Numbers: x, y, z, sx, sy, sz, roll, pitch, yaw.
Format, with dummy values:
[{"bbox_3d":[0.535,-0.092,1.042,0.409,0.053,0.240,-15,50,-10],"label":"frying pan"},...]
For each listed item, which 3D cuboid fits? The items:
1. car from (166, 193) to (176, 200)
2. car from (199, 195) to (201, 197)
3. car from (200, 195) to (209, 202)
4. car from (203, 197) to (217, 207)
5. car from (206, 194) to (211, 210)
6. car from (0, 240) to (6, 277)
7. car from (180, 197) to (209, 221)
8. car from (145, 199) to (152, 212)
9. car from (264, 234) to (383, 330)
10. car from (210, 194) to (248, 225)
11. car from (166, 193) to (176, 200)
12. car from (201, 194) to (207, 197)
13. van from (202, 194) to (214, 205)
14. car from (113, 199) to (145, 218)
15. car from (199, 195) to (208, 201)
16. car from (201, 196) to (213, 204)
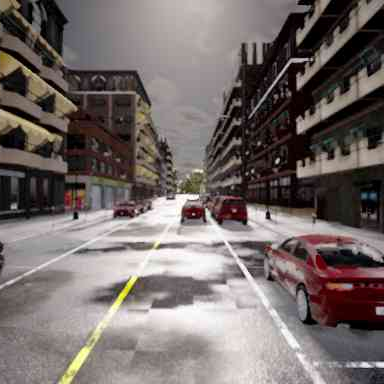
[{"bbox_3d":[-5.658,1.181,90.518,2.192,1.841,5.009,1,0,0],"label":"car"},{"bbox_3d":[0.109,1.419,46.499,2.128,1.511,4.902,0,0,0],"label":"car"},{"bbox_3d":[2.716,1.415,73.934,1.752,1.417,4.829,1,0,0],"label":"car"},{"bbox_3d":[2.711,1.467,51.480,1.887,1.381,4.507,1,0,0],"label":"car"},{"bbox_3d":[2.710,1.270,29.194,2.192,1.841,5.009,1,0,0],"label":"car"},{"bbox_3d":[-5.678,1.555,6.952,1.947,1.339,4.313,1,0,0],"label":"car"},{"bbox_3d":[0.105,1.436,26.454,1.882,1.535,5.008,0,0,0],"label":"car"},{"bbox_3d":[-5.673,1.529,34.807,1.802,1.307,4.206,1,0,0],"label":"car"},{"bbox_3d":[2.702,1.534,6.910,1.887,1.381,4.507,1,0,0],"label":"car"},{"bbox_3d":[2.708,1.278,23.624,2.192,1.841,5.009,1,0,0],"label":"car"},{"bbox_3d":[-5.663,1.440,84.948,1.947,1.339,4.313,1,0,0],"label":"car"},{"bbox_3d":[2.713,1.245,45.908,2.192,1.841,5.009,1,0,0],"label":"car"},{"bbox_3d":[2.715,1.255,57.050,1.690,1.788,3.998,1,0,0],"label":"van"},{"bbox_3d":[-5.674,1.500,29.237,1.887,1.381,4.507,1,0,0],"label":"car"},{"bbox_3d":[2.716,1.464,79.336,1.802,1.307,4.206,1,0,0],"label":"car"},{"bbox_3d":[2.713,1.456,62.622,2.008,1.369,4.403,1,0,0],"label":"car"}]
